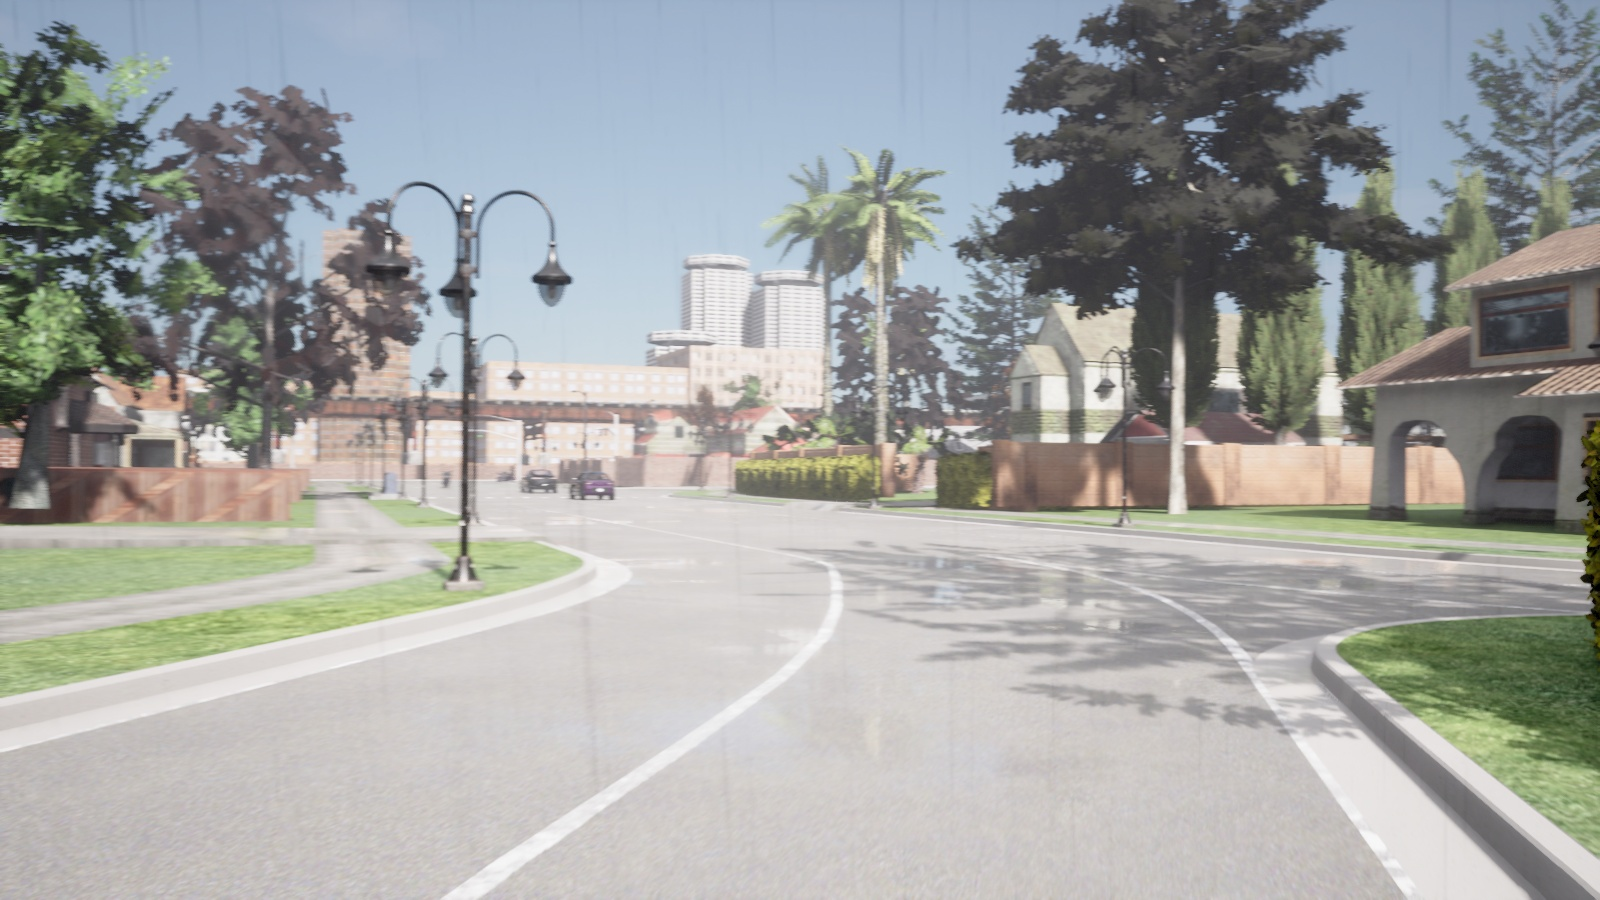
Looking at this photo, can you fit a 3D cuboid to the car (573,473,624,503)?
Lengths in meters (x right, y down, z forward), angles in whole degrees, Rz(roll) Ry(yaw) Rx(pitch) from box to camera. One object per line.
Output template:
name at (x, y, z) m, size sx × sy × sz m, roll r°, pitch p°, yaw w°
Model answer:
car at (-10.548, 1.946, 65.435) m, size 1.816 × 1.474 × 4.193 m, roll 0°, pitch -1°, yaw -21°

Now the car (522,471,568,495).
car at (-16.534, 2.113, 81.169) m, size 2.128 × 1.511 × 4.902 m, roll 0°, pitch -1°, yaw -21°
